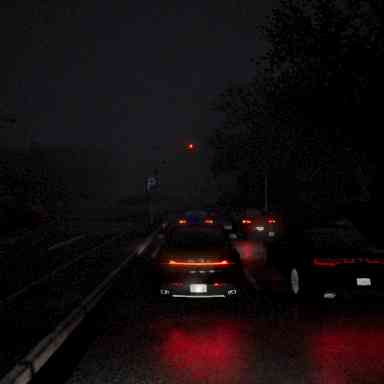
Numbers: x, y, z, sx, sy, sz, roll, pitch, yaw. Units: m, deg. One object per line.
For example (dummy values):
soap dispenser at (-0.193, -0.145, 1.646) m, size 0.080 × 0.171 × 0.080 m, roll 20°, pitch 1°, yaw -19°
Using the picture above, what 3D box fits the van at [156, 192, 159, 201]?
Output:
van at (-9.937, 1.091, 71.703) m, size 4.442 × 1.987 × 1.878 m, roll -1°, pitch 0°, yaw -14°

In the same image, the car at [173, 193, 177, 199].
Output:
car at (-7.621, 1.062, 89.649) m, size 5.566 × 2.045 × 2.435 m, roll -1°, pitch 0°, yaw -12°

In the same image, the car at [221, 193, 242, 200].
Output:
car at (9.810, 1.126, 82.897) m, size 4.553 × 1.767 × 2.185 m, roll 1°, pitch 0°, yaw -12°

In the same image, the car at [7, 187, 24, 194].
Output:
car at (-27.939, 0.135, 53.664) m, size 2.002 × 1.452 × 4.674 m, roll 6°, pitch -3°, yaw -19°

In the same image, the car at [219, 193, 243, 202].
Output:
car at (7.956, 1.139, 68.206) m, size 4.553 × 1.767 × 2.185 m, roll 1°, pitch 0°, yaw -13°

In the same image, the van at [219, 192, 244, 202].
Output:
van at (7.559, 1.041, 65.238) m, size 4.442 × 1.987 × 1.878 m, roll 1°, pitch 0°, yaw -14°

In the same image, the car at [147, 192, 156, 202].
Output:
car at (-10.522, 1.313, 65.713) m, size 5.366 × 1.575 × 1.946 m, roll -1°, pitch 0°, yaw -14°

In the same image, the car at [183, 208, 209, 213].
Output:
car at (0.216, 1.550, 17.630) m, size 1.812 × 1.442 × 4.674 m, roll 0°, pitch 0°, yaw 1°

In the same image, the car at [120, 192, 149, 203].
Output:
car at (-11.179, 1.356, 62.724) m, size 4.792 × 1.488 × 2.163 m, roll -1°, pitch 0°, yaw -15°

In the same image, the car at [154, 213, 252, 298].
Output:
car at (0.139, 1.515, 8.506) m, size 1.837 × 1.490 × 4.892 m, roll 0°, pitch 0°, yaw 0°

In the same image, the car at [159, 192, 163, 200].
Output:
car at (-9.696, 1.319, 74.673) m, size 4.892 × 1.521 × 2.231 m, roll -1°, pitch 0°, yaw -13°

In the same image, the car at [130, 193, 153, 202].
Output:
car at (-10.416, 1.194, 68.665) m, size 4.553 × 1.767 × 2.185 m, roll -1°, pitch 0°, yaw -14°

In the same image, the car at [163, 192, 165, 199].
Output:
car at (-9.310, 1.357, 77.666) m, size 4.674 × 1.452 × 2.002 m, roll -1°, pitch 0°, yaw -13°

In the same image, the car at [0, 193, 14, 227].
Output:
car at (-13.642, 1.267, 18.914) m, size 5.566 × 2.045 × 2.435 m, roll -1°, pitch 0°, yaw -19°

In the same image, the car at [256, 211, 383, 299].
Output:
car at (3.140, 1.488, 8.544) m, size 1.882 × 1.535 × 5.008 m, roll 0°, pitch 0°, yaw 0°

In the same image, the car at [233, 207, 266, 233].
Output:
car at (3.235, 1.550, 17.884) m, size 1.812 × 1.442 × 4.674 m, roll 0°, pitch 0°, yaw 1°

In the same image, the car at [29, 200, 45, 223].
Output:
car at (-13.525, 1.403, 24.927) m, size 4.553 × 1.767 × 2.185 m, roll -1°, pitch 0°, yaw -19°

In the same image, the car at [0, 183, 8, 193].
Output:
car at (-30.934, -0.427, 53.738) m, size 2.435 × 2.045 × 5.566 m, roll 6°, pitch -3°, yaw -19°

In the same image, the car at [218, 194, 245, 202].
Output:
car at (8.505, 1.262, 71.197) m, size 5.366 × 1.575 × 1.946 m, roll 1°, pitch 0°, yaw -13°

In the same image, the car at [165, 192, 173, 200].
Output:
car at (-8.085, 1.355, 86.645) m, size 4.674 × 1.452 × 2.002 m, roll -1°, pitch 0°, yaw -12°

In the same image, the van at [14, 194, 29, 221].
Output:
van at (-13.513, 1.296, 21.950) m, size 4.442 × 1.987 × 1.878 m, roll -1°, pitch 0°, yaw -19°
